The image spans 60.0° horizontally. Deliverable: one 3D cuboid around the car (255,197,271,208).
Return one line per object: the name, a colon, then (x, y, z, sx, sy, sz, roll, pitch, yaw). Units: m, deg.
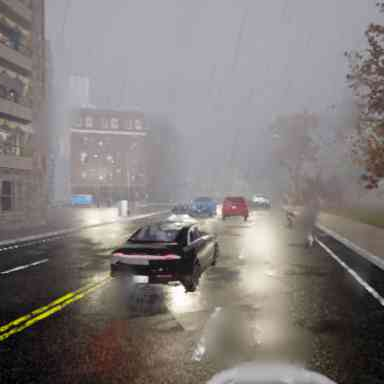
car: (11.487, 1.826, 53.243, 1.895, 1.301, 4.718, 0, 0, 9)

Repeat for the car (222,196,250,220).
car: (3.941, 1.370, 29.684, 2.150, 2.045, 5.566, 0, 0, 11)

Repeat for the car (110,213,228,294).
car: (-0.481, 1.549, 9.071, 2.128, 1.511, 4.902, 0, 0, 13)

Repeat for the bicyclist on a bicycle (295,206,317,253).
bicyclist on a bicycle: (4.552, 1.418, 12.972, 0.659, 1.776, 1.843, -1, 0, 13)

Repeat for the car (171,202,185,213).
car: (-1.018, 1.837, 39.058, 1.895, 1.301, 4.718, 0, 0, 11)

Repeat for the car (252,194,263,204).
car: (13.816, 1.519, 69.320, 2.150, 2.045, 5.566, 0, 0, 8)

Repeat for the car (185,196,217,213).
car: (1.193, 1.412, 33.533, 2.150, 2.045, 5.566, 0, -1, 11)

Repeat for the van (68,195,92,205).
van: (-19.257, 1.362, 57.461, 3.998, 1.788, 1.690, 1, -1, -19)

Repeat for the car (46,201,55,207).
car: (-21.904, 1.542, 47.653, 4.206, 1.307, 1.802, 1, -1, -19)

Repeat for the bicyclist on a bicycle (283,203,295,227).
bicyclist on a bicycle: (6.659, 1.526, 22.606, 0.866, 1.612, 1.509, 0, 0, 12)
